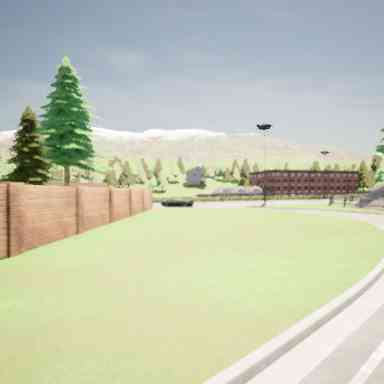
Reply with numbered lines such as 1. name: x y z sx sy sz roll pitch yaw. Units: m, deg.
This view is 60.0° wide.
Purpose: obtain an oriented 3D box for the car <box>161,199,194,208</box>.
1. car: -2.146 1.653 48.355 4.718 1.301 1.895 -1 0 13
